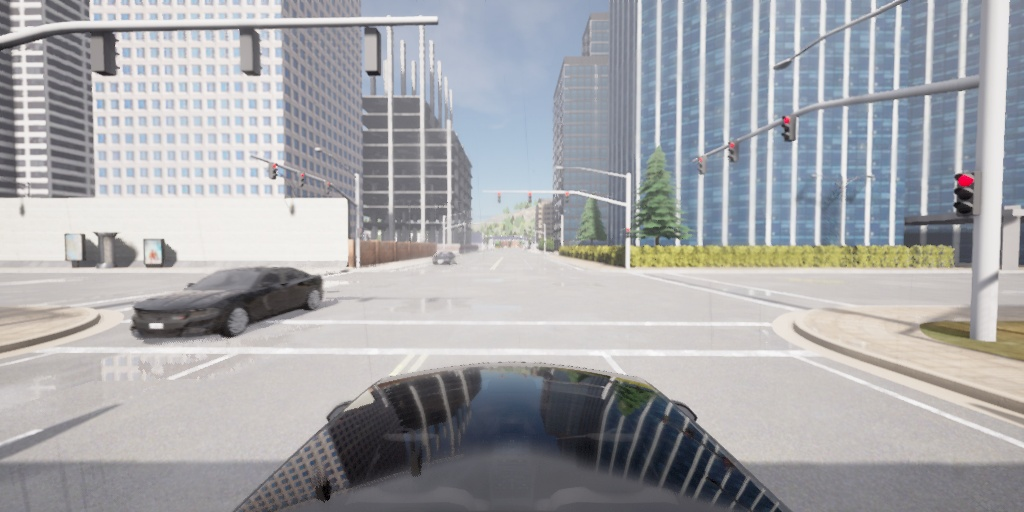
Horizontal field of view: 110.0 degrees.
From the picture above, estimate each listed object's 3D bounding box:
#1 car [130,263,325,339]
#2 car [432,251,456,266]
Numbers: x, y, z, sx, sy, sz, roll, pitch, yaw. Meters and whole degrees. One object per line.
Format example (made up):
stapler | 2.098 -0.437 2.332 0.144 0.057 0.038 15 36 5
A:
car | -6.998 1.013 9.542 1.882 1.535 5.008 0 2 0
car | -6.992 0.279 37.442 2.128 1.511 4.902 0 3 0
